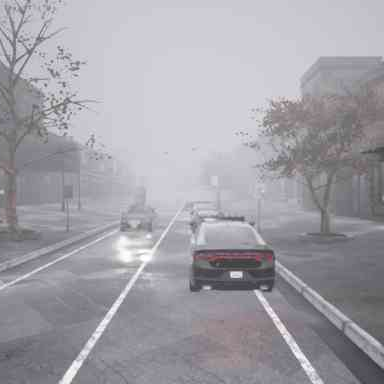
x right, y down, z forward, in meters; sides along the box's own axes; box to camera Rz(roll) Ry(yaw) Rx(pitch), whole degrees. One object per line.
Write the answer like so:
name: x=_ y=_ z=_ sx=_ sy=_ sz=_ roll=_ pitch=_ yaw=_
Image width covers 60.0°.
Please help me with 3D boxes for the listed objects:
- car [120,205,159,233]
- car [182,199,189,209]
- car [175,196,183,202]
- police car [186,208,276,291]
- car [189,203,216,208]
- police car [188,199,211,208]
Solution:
car: x=-3.140 y=1.576 z=20.469 sx=2.128 sy=1.511 sz=4.902 roll=0 pitch=0 yaw=0
car: x=-0.070 y=1.721 z=47.752 sx=1.812 sy=1.442 sz=4.674 roll=0 pitch=0 yaw=0
car: x=-3.156 y=1.644 z=79.862 sx=2.033 sy=1.411 sz=5.357 roll=0 pitch=0 yaw=0
police car: x=0.882 y=1.460 z=9.232 sx=1.930 sy=1.638 sz=5.238 roll=0 pitch=0 yaw=0
car: x=0.863 y=1.605 z=19.122 sx=1.812 sy=1.442 sz=4.674 roll=0 pitch=0 yaw=0
police car: x=0.850 y=1.531 z=25.232 sx=1.930 sy=1.638 sz=5.238 roll=0 pitch=0 yaw=0
